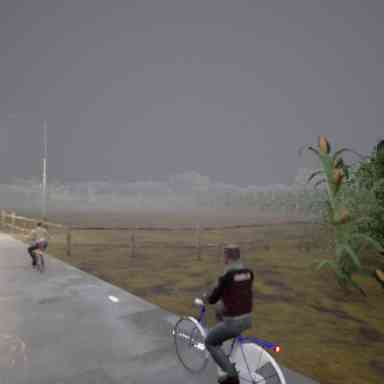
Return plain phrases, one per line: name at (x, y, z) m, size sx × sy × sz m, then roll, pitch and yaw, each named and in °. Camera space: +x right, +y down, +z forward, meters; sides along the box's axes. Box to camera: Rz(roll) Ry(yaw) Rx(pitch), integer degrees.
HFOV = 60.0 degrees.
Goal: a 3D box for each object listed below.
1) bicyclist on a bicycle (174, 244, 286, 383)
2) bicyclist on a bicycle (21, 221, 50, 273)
bicyclist on a bicycle at (0.315, 1.483, 3.928) m, size 0.659 × 1.776 × 1.843 m, roll 1°, pitch -2°, yaw -38°
bicyclist on a bicycle at (-4.945, 1.707, 10.636) m, size 0.866 × 1.612 × 1.509 m, roll 1°, pitch -2°, yaw -38°
